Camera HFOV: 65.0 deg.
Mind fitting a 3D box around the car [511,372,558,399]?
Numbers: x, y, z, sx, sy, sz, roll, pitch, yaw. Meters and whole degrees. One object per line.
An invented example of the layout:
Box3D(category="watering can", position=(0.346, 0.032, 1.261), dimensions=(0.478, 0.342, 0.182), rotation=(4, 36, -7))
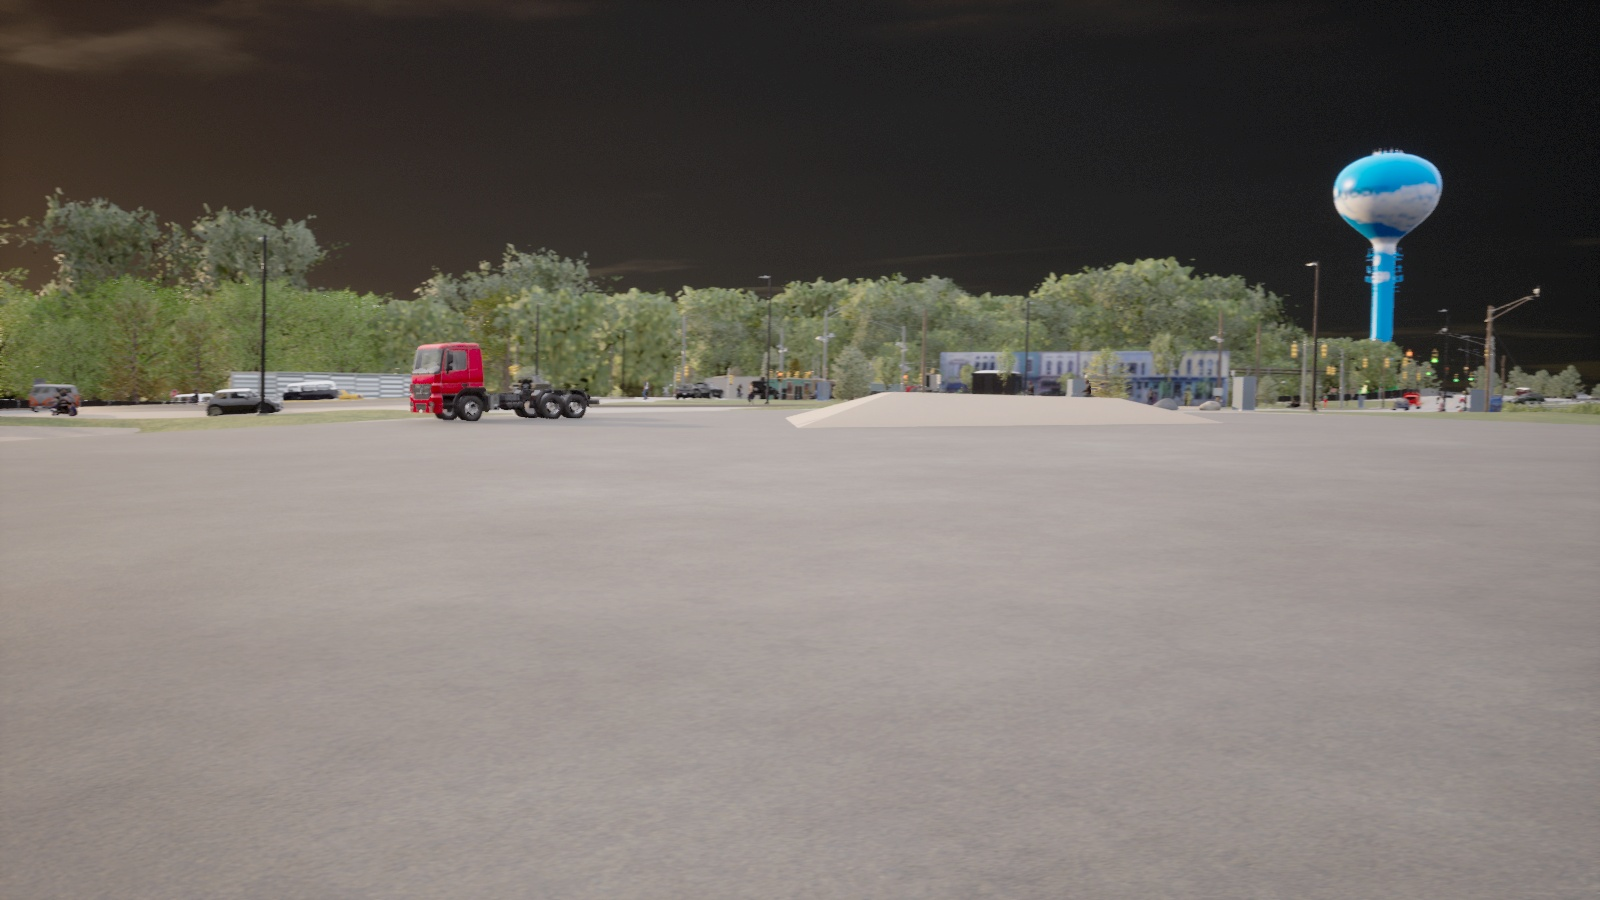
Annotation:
Box3D(category="car", position=(-18.911, -4.599, 89.653), dimensions=(1.932, 1.855, 4.605), rotation=(1, 3, 6))

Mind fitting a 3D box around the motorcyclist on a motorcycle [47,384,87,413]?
Box3D(category="motorcyclist on a motorcycle", position=(-41.439, -2.924, 70.997), dimensions=(2.191, 1.530, 0.866), rotation=(2, 6, 27))

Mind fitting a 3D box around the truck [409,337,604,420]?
Box3D(category="truck", position=(-12.947, -3.168, 55.872), dimensions=(7.936, 3.462, 2.891), rotation=(-3, 4, -39))

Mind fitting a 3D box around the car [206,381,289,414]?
Box3D(category="car", position=(-30.800, -2.936, 70.134), dimensions=(3.806, 1.475, 1.970), rotation=(-3, 9, -12))
